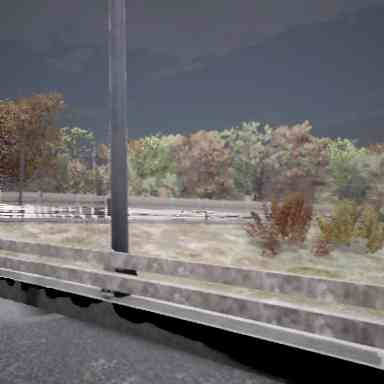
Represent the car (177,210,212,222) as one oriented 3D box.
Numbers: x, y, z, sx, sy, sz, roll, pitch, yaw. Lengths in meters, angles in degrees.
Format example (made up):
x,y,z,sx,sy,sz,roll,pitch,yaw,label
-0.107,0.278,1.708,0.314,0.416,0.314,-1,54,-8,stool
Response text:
x,y,z,sx,sy,sz,roll,pitch,yaw,label
0.383,3.256,45.451,5.008,1.535,1.882,3,-2,-26,car
